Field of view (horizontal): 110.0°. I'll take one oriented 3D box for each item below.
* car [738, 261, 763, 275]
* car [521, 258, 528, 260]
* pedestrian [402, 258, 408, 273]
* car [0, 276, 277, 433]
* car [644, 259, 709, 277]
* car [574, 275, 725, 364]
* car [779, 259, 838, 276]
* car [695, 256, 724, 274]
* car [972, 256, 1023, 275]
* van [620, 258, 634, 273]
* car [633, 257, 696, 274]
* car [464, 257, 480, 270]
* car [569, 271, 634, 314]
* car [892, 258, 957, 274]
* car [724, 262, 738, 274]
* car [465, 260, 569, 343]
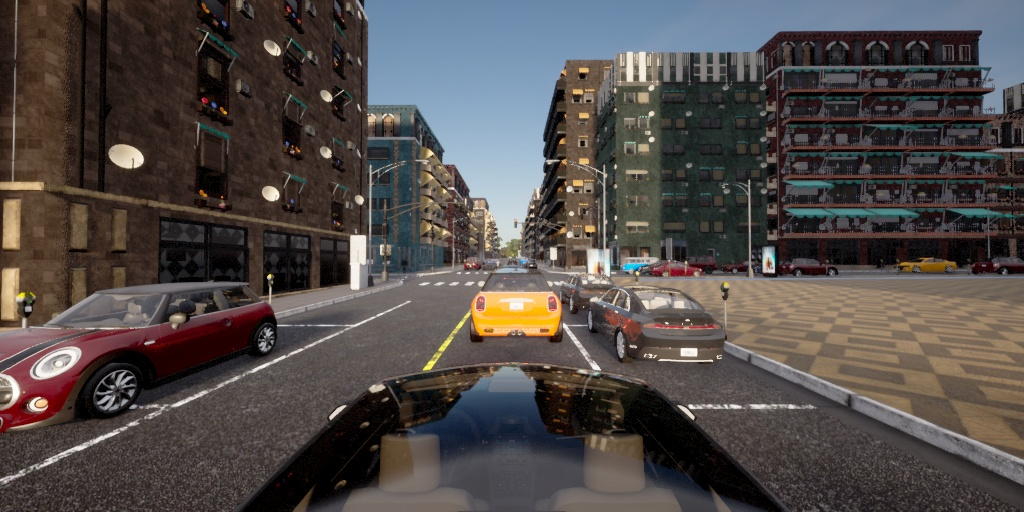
[{"bbox_3d":[26.188,1.118,35.812,5.357,1.411,2.033,0,-1,0],"label":"car"},{"bbox_3d":[2.694,1.334,51.669,1.948,1.339,4.313,0,0,0],"label":"car"},{"bbox_3d":[-12.527,1.097,41.635,0.375,1.860,0.375,0,0,0],"label":"pedestrian"},{"bbox_3d":[-5.819,1.191,5.671,1.967,1.591,4.097,0,0,0],"label":"car"},{"bbox_3d":[13.710,1.162,30.102,4.207,1.307,1.802,0,0,0],"label":"car"},{"bbox_3d":[2.821,1.302,7.906,2.007,1.370,4.403,0,0,0],"label":"car"},{"bbox_3d":[24.765,0.935,30.022,4.097,1.591,1.967,0,0,0],"label":"car"},{"bbox_3d":[19.300,0.977,38.442,5.009,1.841,2.192,0,0,0],"label":"car"},{"bbox_3d":[41.346,0.811,29.902,4.097,1.591,1.967,0,0,0],"label":"car"},{"bbox_3d":[13.772,1.045,38.482,3.998,1.789,1.690,0,0,0],"label":"van"},{"bbox_3d":[15.203,1.147,35.893,4.902,1.511,2.128,0,-1,0],"label":"car"},{"bbox_3d":[-5.686,1.083,51.710,2.192,1.841,5.009,0,0,0],"label":"car"},{"bbox_3d":[2.821,1.304,13.476,2.007,1.370,4.403,0,0,0],"label":"car"},{"bbox_3d":[40.907,0.938,35.679,5.008,1.535,1.882,0,-1,1],"label":"car"},{"bbox_3d":[24.828,1.165,38.402,4.507,1.381,1.888,0,0,0],"label":"car"},{"bbox_3d":[0.098,1.104,9.886,2.097,1.767,4.553,0,0,0],"label":"car"}]
